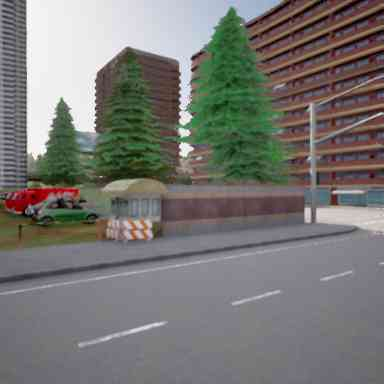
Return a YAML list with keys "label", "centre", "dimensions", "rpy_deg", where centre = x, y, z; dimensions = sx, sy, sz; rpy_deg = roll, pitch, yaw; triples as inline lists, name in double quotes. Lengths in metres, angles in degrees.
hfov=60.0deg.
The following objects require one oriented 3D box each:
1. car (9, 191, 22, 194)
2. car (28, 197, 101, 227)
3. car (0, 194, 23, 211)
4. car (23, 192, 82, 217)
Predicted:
- label: "car"
  centre: [-26.317, 1.173, 46.283]
  dimensions: [3.866, 1.878, 1.905]
  rpy_deg: [0, 0, -35]
- label: "car"
  centre: [-7.901, 1.308, 21.181]
  dimensions: [3.988, 1.617, 1.851]
  rpy_deg: [0, 0, -35]
- label: "car"
  centre: [-25.032, 1.365, 43.765]
  dimensions: [4.193, 1.474, 1.816]
  rpy_deg: [0, 0, -35]
- label: "car"
  centre: [-9.934, 1.136, 25.226]
  dimensions: [4.605, 1.855, 1.932]
  rpy_deg: [0, 0, -35]
